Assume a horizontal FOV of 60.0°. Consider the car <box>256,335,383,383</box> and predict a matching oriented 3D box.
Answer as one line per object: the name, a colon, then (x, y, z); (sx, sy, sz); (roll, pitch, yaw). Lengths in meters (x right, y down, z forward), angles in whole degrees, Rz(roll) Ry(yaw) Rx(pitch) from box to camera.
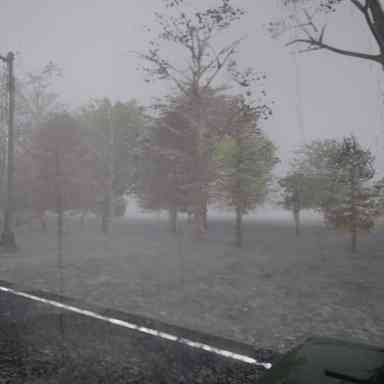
car: (2.565, 1.683, 1.759); (4.718, 1.301, 1.895); (-2, -4, 35)
